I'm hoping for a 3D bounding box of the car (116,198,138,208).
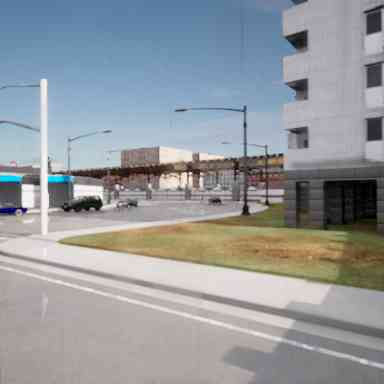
[{"bbox_3d":[-9.950,1.719,51.428,2.128,1.511,4.902,0,0,14],"label":"car"}]

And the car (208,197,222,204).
[{"bbox_3d":[4.773,1.720,69.457,1.837,1.490,4.892,0,0,-12],"label":"car"}]

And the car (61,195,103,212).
[{"bbox_3d":[-13.723,1.434,42.018,2.150,2.045,5.566,0,0,29],"label":"car"}]

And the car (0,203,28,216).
[{"bbox_3d":[-19.363,1.812,33.701,1.895,1.301,4.718,0,0,37],"label":"car"}]
